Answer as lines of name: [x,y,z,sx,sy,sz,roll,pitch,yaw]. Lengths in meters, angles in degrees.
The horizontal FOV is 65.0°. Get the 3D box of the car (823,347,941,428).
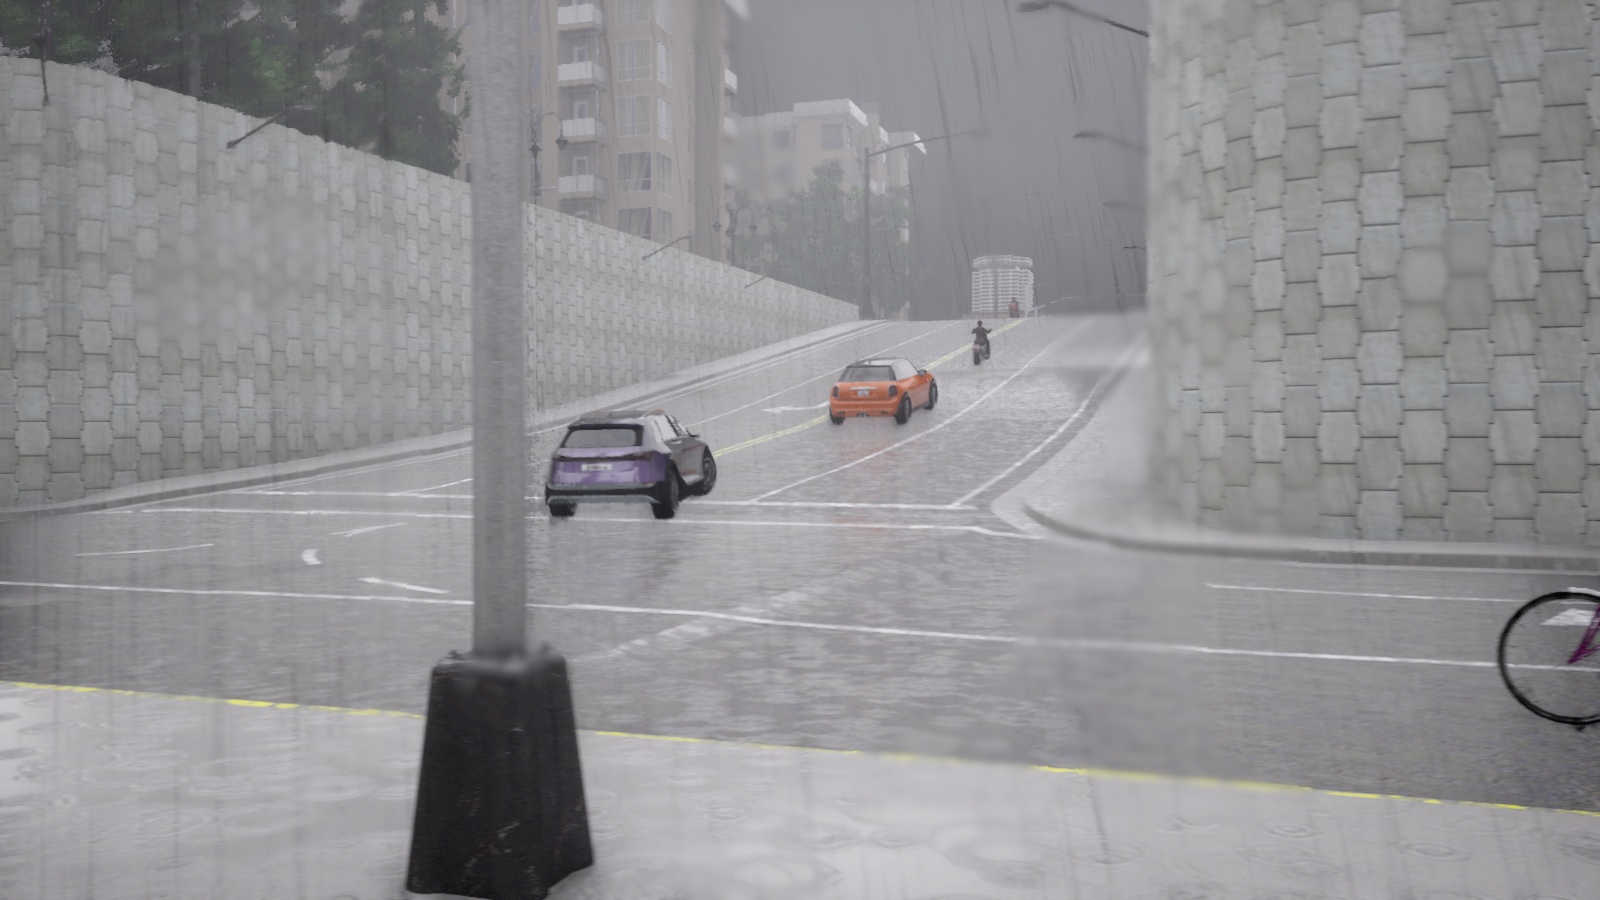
car: [2.404,-1.826,35.404,2.097,1.767,4.553,1,9,20]

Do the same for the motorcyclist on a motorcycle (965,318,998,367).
motorcyclist on a motorcycle: [6.940,-4.116,47.965,0.766,1.649,2.350,1,10,20]

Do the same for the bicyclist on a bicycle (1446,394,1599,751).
bicyclist on a bicycle: [4.415,0.610,6.453,1.843,1.776,0.659,1,1,19]

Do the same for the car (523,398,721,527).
car: [-2.757,0.094,20.762,2.033,1.649,4.856,-1,5,7]
